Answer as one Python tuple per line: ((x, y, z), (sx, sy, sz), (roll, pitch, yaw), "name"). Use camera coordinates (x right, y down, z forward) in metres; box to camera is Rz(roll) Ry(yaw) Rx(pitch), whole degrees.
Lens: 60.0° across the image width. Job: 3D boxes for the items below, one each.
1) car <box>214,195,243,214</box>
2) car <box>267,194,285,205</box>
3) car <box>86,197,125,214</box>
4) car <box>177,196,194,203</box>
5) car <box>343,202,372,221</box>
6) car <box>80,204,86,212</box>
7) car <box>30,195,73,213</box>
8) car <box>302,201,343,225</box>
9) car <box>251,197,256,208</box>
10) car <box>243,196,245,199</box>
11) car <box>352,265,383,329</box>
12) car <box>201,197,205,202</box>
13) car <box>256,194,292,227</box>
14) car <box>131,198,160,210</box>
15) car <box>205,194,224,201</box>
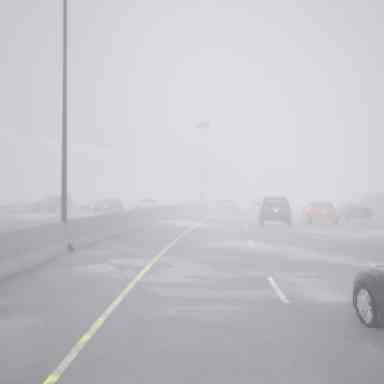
((4.322, 1.535, 38.591), (2.097, 1.767, 4.553), (0, 0, 16), "car")
((16.822, 1.488, 66.271), (2.150, 2.045, 5.566), (0, 0, 30), "car")
((-9.306, 1.482, 36.965), (2.097, 1.767, 4.553), (0, 0, 15), "car")
((-1.335, 1.730, 76.644), (2.033, 1.411, 5.357), (0, 0, 28), "car")
((14.162, 1.654, 29.122), (1.882, 1.535, 5.008), (0, 0, 13), "car")
((-11.834, 1.741, 41.231), (1.895, 1.301, 4.718), (0, 0, 15), "car")
((-16.123, 1.335, 38.625), (2.150, 2.045, 5.566), (0, 0, 15), "car")
((9.923, 1.501, 26.037), (2.097, 1.767, 4.553), (0, 0, 11), "car")
((11.206, 1.630, 54.697), (2.097, 1.767, 4.553), (0, 0, 24), "car")
((11.308, 1.594, 77.648), (1.812, 1.442, 4.674), (0, 0, 32), "car")
((3.775, 1.537, 4.122), (1.837, 1.490, 4.892), (0, 0, 2), "car")
((3.730, 1.783, 78.571), (2.128, 1.511, 4.902), (0, 0, 30), "car")
((6.007, 1.350, 24.477), (2.150, 2.045, 5.566), (0, 0, 10), "car")
((-5.311, 1.501, 38.420), (2.097, 1.767, 4.553), (0, 0, 15), "car")
((5.639, 1.492, 74.801), (2.150, 2.045, 5.566), (0, 0, 28), "car")
